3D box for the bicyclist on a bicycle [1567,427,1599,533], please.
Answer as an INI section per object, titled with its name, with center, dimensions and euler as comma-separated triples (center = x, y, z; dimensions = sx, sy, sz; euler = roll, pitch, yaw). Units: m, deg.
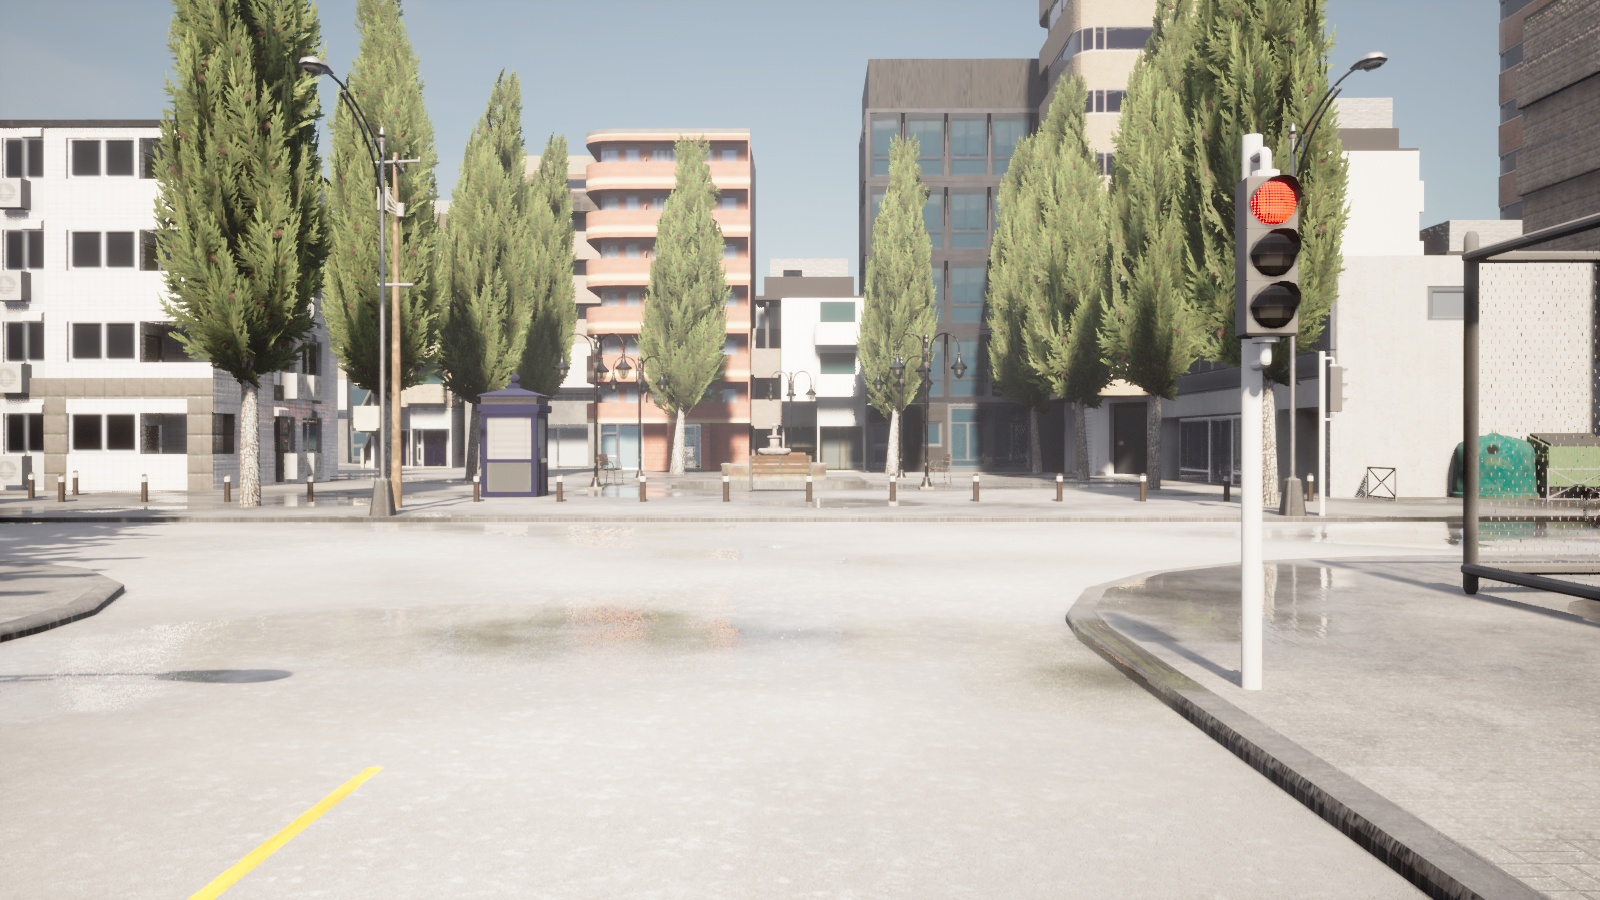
[bicyclist on a bicycle]
center = 14.257, 0.507, 21.505
dimensions = 1.843, 1.776, 0.659
euler = 0, 0, 0
